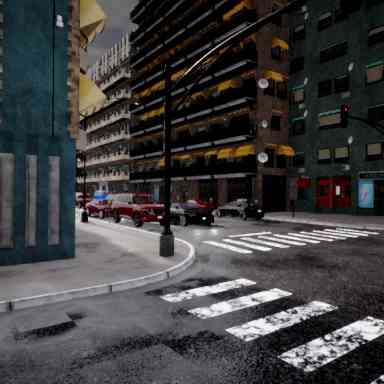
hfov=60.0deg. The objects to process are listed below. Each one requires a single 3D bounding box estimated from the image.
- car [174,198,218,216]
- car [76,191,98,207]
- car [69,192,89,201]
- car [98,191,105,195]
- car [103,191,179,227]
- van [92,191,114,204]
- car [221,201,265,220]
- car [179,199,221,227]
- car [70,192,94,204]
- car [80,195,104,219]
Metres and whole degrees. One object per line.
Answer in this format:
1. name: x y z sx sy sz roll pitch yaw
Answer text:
1. car: 0.292 1.288 29.704 1.802 1.307 4.206 2 0 -36
2. car: -12.086 0.948 36.918 1.882 1.535 5.008 1 0 -36
3. car: -19.323 0.769 56.764 1.887 1.381 4.507 2 0 -36
4. car: -6.048 0.971 28.573 2.097 1.767 4.553 1 0 -36
5. car: -3.238 1.034 20.307 2.192 1.841 5.009 2 0 -36
6. van: -12.780 0.726 47.745 1.690 1.788 3.998 2 0 -36
7. car: 3.562 1.353 25.194 1.947 1.339 4.313 2 0 -36
8. car: -0.460 1.321 20.855 1.994 1.385 4.181 1 0 -36
9. car: -15.663 0.823 47.200 1.882 1.535 5.008 1 0 -36
10. car: -6.515 1.183 24.817 1.887 1.381 4.507 2 0 -36
